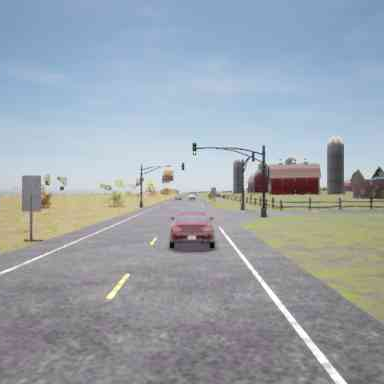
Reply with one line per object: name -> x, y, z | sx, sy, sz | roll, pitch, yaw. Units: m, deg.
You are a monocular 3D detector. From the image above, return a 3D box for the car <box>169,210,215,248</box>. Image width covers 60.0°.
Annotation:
car -> 0.000, 1.532, 14.650 | 1.812, 1.442, 4.674 | 0, 0, 0

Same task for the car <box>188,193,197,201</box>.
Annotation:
car -> -0.001, 1.411, 80.123 | 1.895, 1.301, 4.718 | 0, 0, 0

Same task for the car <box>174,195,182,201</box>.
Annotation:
car -> -3.500, 1.442, 84.484 | 2.128, 1.511, 4.902 | 0, 0, 0

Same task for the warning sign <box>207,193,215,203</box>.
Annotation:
warning sign -> 3.543, 1.074, 62.474 | 1.300, 1.860, 1.060 | 0, 0, 0
